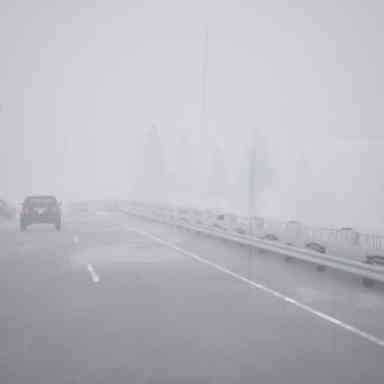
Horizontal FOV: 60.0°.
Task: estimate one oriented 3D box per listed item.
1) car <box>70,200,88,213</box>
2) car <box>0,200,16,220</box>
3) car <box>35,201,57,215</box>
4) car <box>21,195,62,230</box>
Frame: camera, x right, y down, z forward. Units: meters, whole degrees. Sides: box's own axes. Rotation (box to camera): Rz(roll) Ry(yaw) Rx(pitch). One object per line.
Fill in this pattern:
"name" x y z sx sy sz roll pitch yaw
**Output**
"car" -13.639 1.663 40.062 1.882 1.535 5.008 0 0 -23
"car" -16.275 1.428 28.207 2.097 1.767 4.553 0 -1 -23
"car" -16.071 1.705 36.801 2.033 1.411 5.357 0 -1 -23
"car" -9.577 1.231 21.248 2.150 2.045 5.566 0 0 -23
